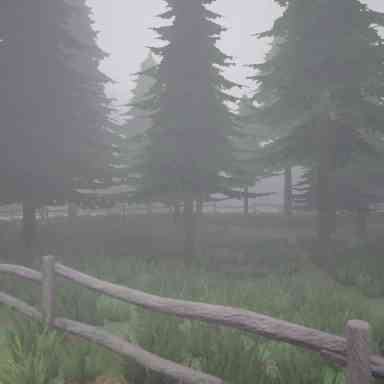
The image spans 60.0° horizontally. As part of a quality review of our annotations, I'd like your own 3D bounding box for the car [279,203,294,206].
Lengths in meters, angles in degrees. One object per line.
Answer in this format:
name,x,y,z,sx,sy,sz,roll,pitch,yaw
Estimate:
car,11.627,1.532,35.257,4.892,1.490,1.837,0,-1,-3
